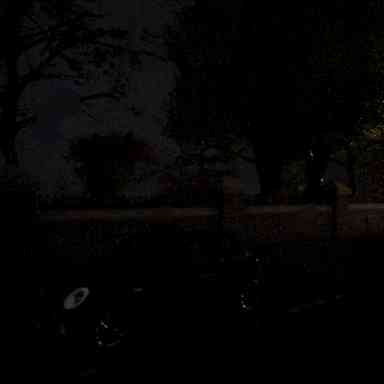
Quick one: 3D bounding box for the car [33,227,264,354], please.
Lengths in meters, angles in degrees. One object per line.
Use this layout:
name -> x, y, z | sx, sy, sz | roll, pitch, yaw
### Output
car -> -0.646, 1.475, 6.093 | 4.097, 1.590, 1.967 | 1, 0, -35
